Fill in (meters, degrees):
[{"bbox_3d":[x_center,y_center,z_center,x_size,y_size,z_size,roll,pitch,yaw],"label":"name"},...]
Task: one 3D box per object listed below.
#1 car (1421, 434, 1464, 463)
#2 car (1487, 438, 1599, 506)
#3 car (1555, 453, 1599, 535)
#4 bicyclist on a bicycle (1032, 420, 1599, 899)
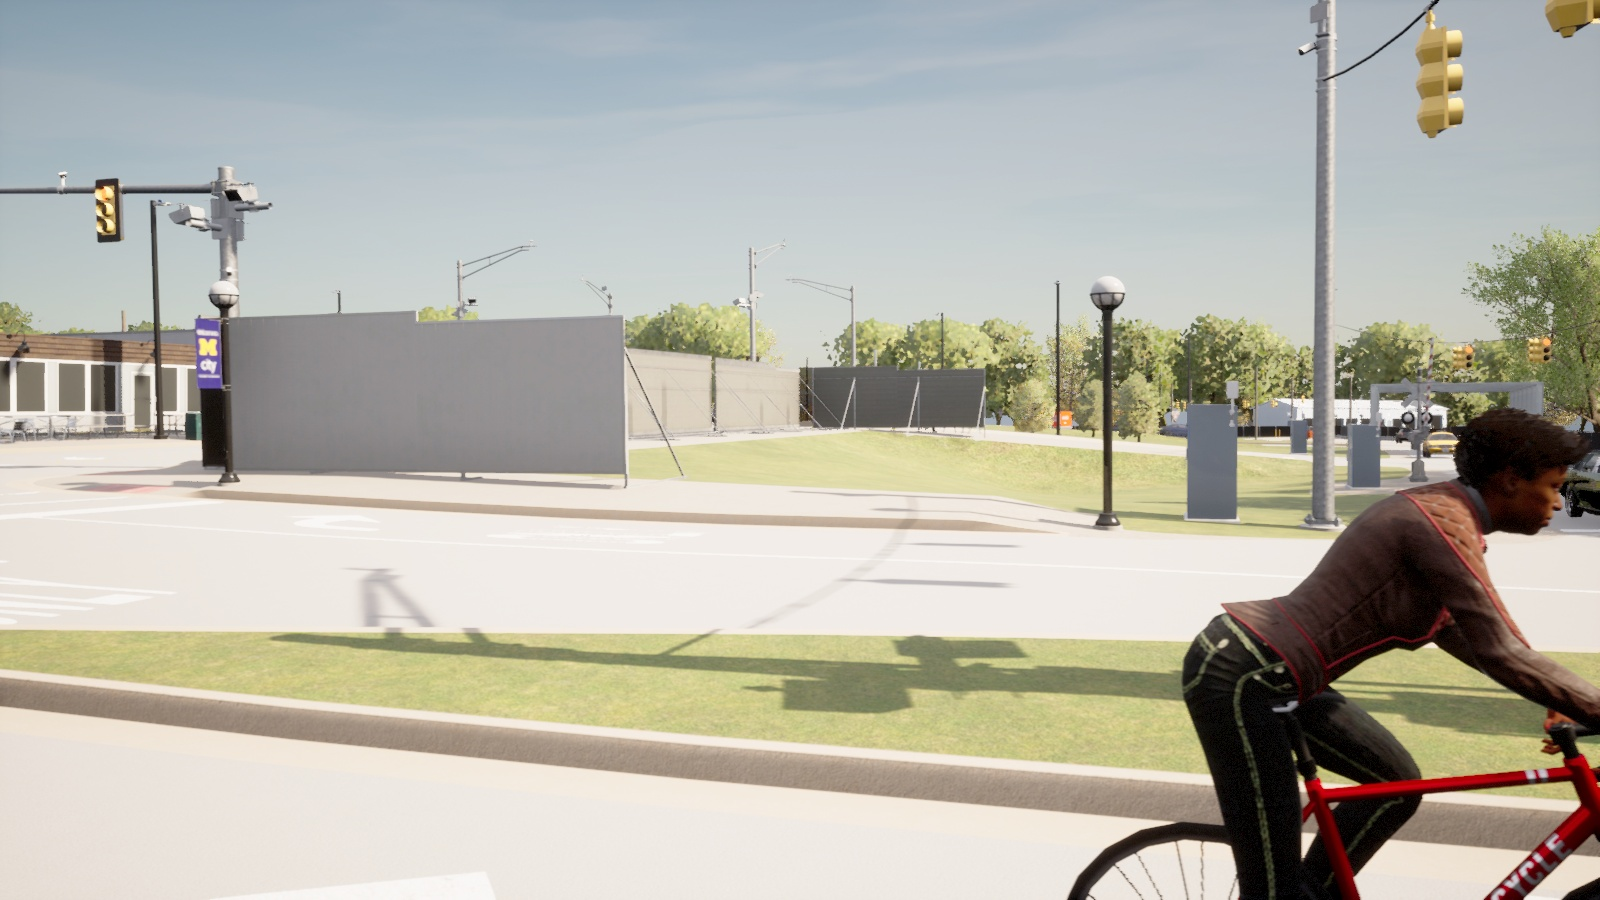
[{"bbox_3d":[36.823,-0.100,72.049,1.801,1.575,5.366,1,1,23],"label":"car"},{"bbox_3d":[18.273,0.482,30.775,2.128,1.511,4.902,0,1,24],"label":"car"},{"bbox_3d":[14.498,0.725,21.533,1.895,1.301,4.718,0,1,22],"label":"car"},{"bbox_3d":[1.377,0.748,2.728,1.656,1.620,0.582,0,1,18],"label":"bicyclist on a bicycle"}]
